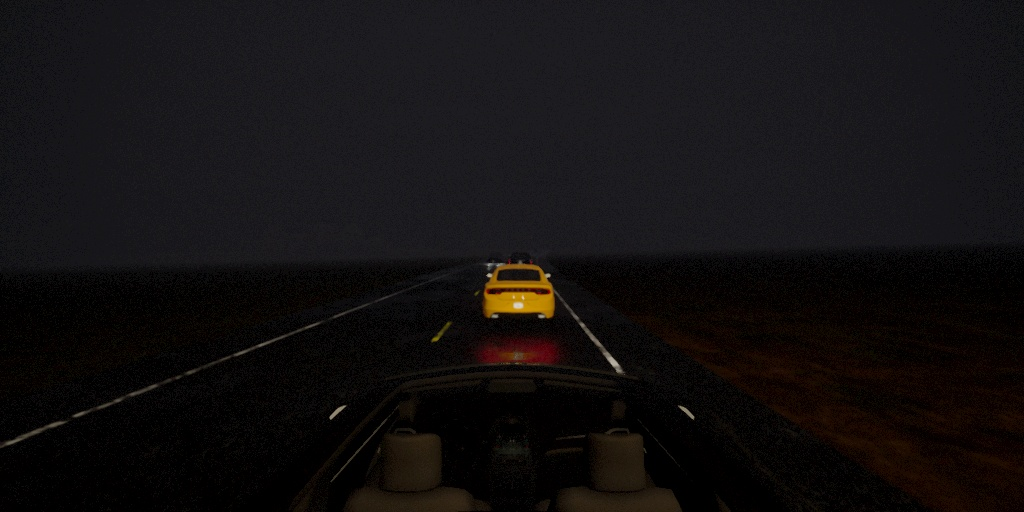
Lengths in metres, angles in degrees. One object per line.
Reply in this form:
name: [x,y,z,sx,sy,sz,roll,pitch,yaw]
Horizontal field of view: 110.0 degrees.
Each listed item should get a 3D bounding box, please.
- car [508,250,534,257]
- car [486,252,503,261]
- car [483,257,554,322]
car: [0.697,0.413,28.274,2.097,1.767,4.553,0,2,2]
car: [-2.111,0.143,46.040,2.033,1.411,5.357,0,1,4]
car: [0.208,0.982,11.201,1.882,1.535,5.008,0,2,1]
